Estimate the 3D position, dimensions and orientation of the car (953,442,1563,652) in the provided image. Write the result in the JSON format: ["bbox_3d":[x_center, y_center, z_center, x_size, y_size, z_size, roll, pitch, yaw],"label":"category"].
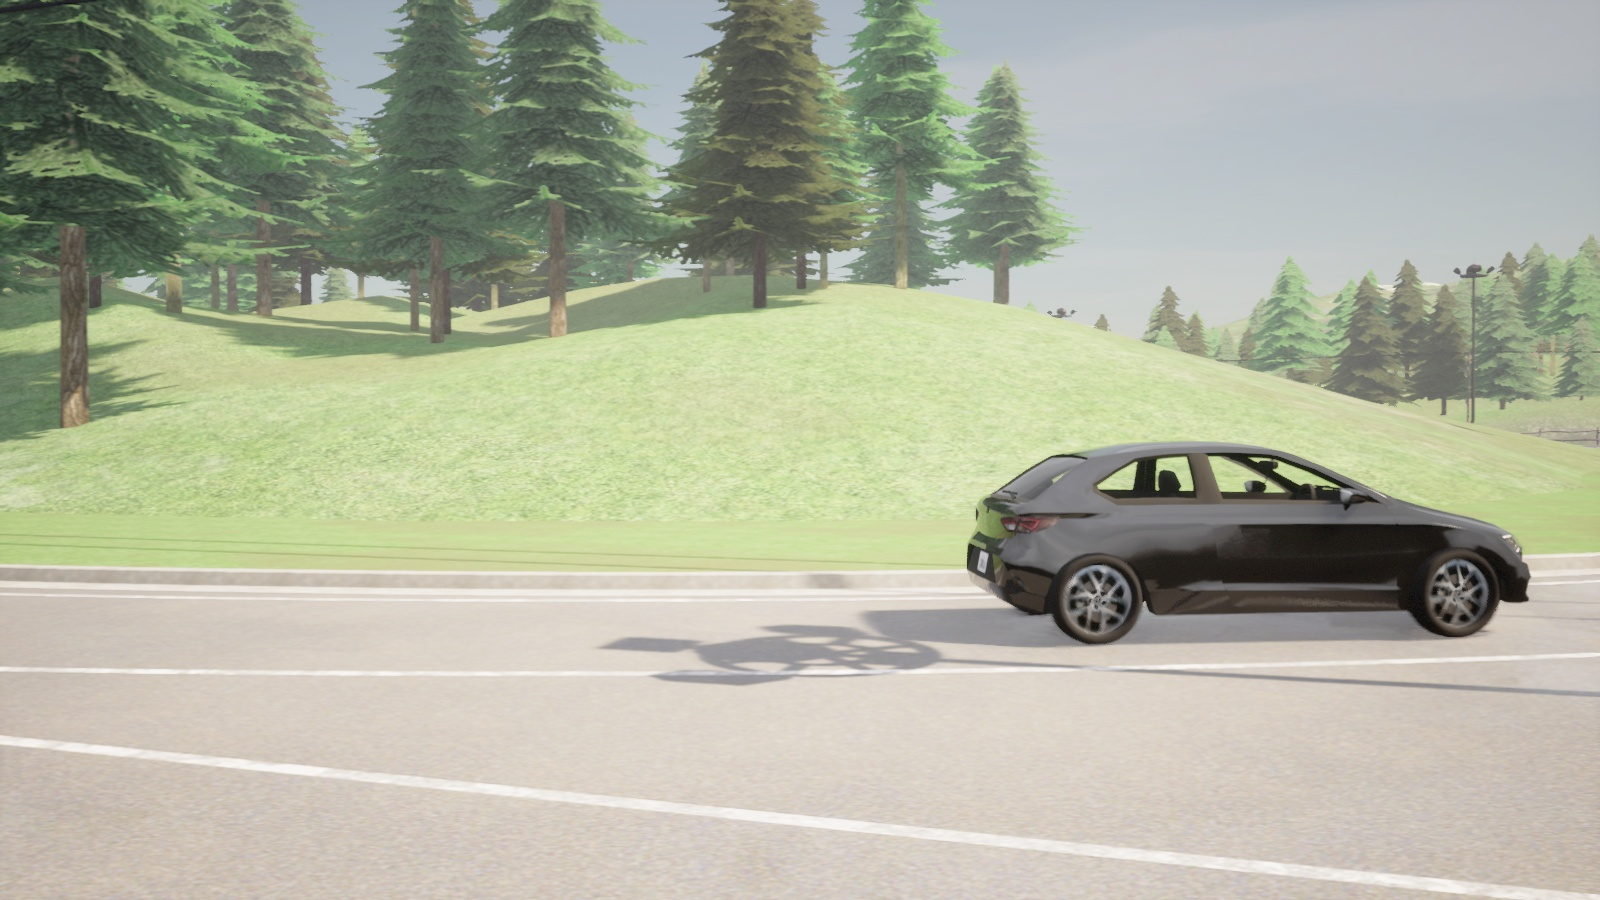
[{"bbox_3d":[3.487,0.693,10.035,4.193,1.474,1.816,0,1,-5],"label":"car"}]
